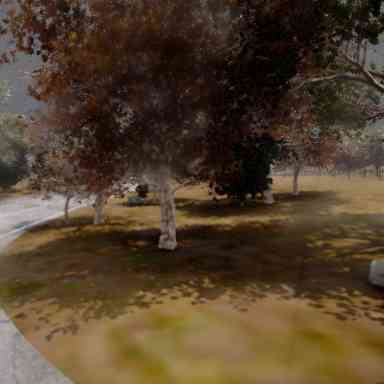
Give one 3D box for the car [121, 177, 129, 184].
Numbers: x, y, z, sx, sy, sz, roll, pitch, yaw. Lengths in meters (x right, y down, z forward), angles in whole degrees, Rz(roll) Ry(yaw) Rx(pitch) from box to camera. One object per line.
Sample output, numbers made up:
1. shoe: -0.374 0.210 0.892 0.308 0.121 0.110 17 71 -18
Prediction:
1. car: -13.303 -2.256 66.921 1.994 1.385 4.181 0 4 3
